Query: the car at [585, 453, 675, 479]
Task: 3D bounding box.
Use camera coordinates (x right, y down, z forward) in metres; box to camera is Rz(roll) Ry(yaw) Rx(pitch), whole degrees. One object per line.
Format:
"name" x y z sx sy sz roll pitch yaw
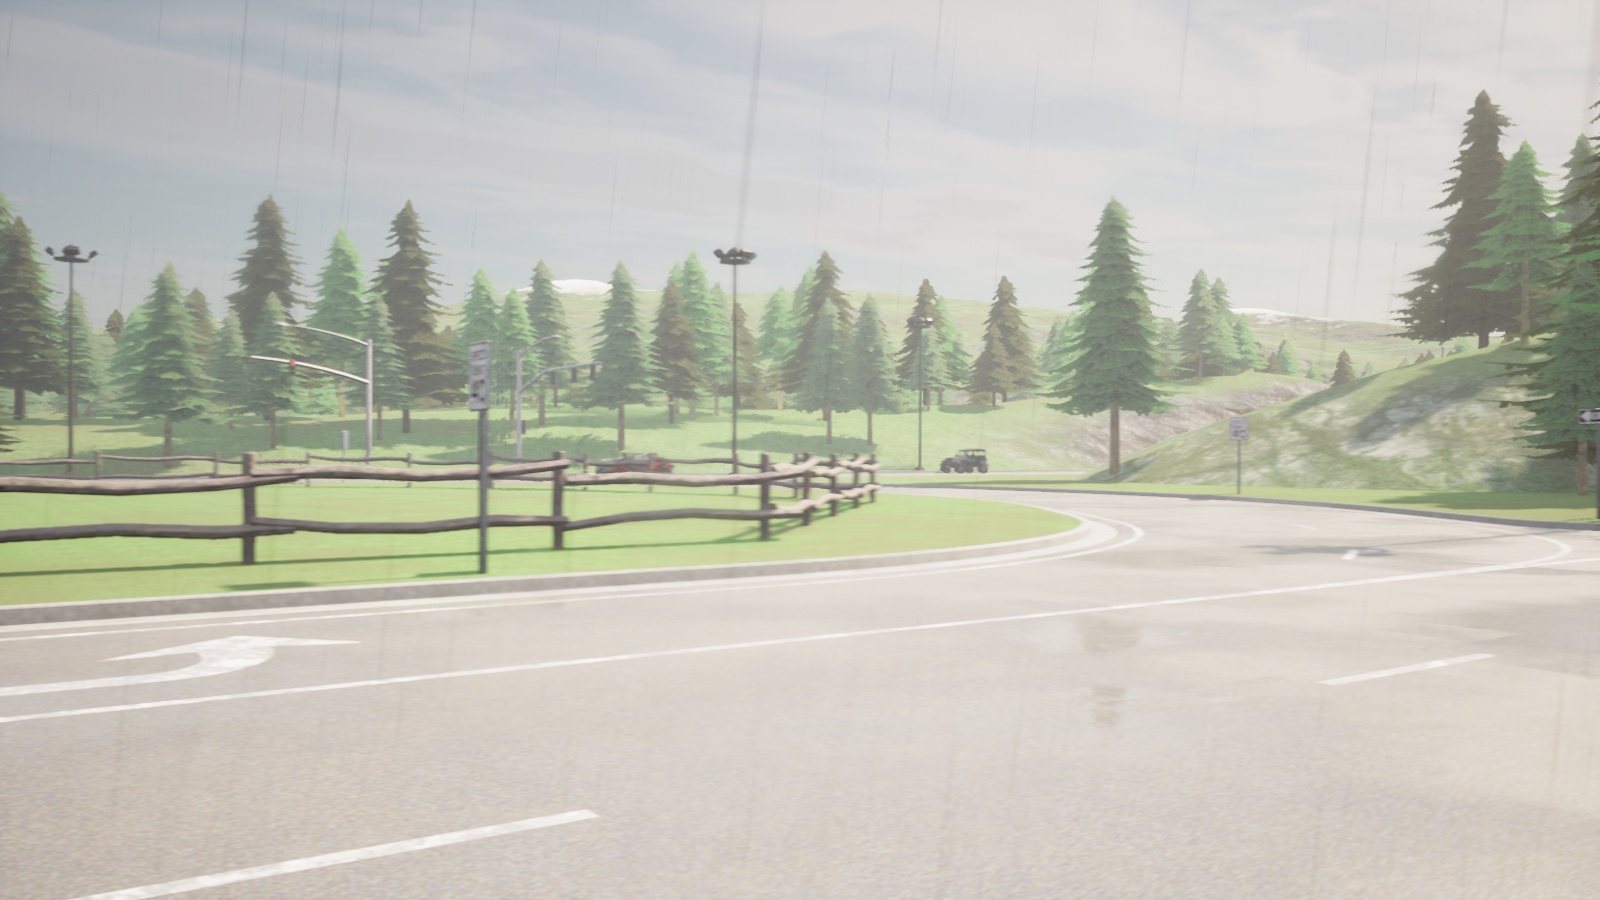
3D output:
"car" -10.147 0.916 74.971 4.902 1.511 2.128 0 0 -35

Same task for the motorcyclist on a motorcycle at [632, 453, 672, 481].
"motorcyclist on a motorcycle" -8.010 0.920 67.939 2.044 1.523 0.797 0 0 -35

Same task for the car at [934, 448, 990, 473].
"car" 12.212 0.765 94.682 3.866 1.878 1.905 0 0 -35

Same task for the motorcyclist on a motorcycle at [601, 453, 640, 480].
"motorcyclist on a motorcycle" -10.089 0.931 70.756 2.044 1.523 0.797 0 0 -35
